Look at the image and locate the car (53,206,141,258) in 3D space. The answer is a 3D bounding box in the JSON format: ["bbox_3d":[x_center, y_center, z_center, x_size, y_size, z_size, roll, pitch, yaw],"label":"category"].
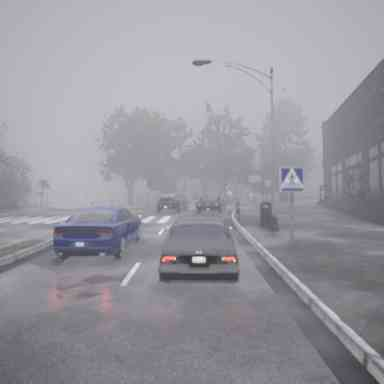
[{"bbox_3d":[-3.018,1.205,11.529,1.882,1.535,5.008,0,2,1],"label":"car"}]

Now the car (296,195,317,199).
[{"bbox_3d":[26.820,1.291,78.227,1.895,1.301,4.718,2,-3,-30],"label":"car"}]

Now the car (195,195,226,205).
[{"bbox_3d":[1.614,0.916,26.500,1.895,1.301,4.718,-1,1,11],"label":"car"}]

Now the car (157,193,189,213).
[{"bbox_3d":[-1.507,0.852,27.493,1.837,1.490,4.892,-1,1,12],"label":"car"}]

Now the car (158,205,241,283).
[{"bbox_3d":[0.197,1.334,9.132,2.033,1.411,5.357,0,1,1],"label":"car"}]
